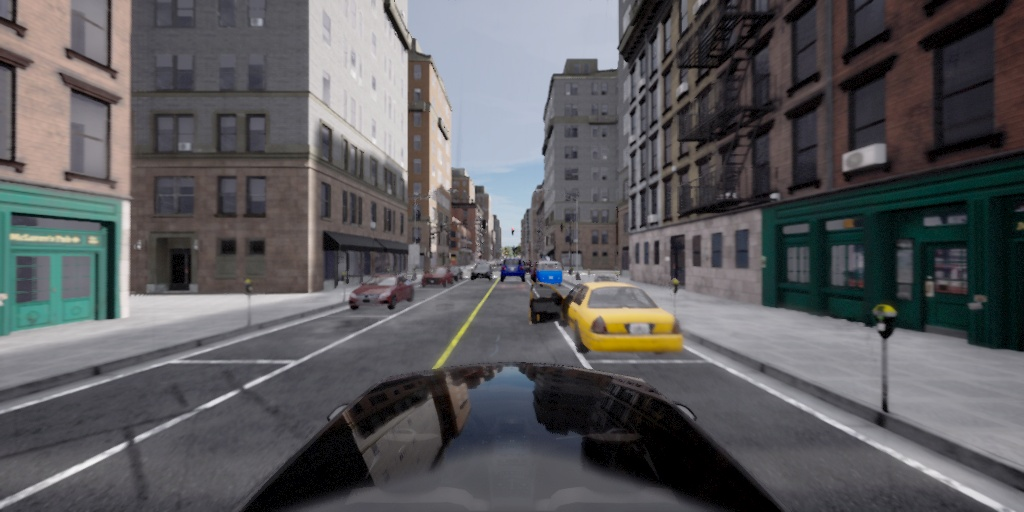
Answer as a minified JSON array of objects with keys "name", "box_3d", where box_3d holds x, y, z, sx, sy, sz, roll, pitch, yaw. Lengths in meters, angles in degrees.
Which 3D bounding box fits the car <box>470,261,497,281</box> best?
[{"name":"car","box_3d":[-2.734,1.497,33.264,1.837,1.490,4.892,0,-1,1]}]

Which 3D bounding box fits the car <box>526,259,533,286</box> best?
[{"name":"car","box_3d":[2.678,1.290,31.831,2.192,1.841,5.009,0,0,0]}]

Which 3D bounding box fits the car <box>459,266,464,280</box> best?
[{"name":"car","box_3d":[-5.347,1.548,31.840,1.948,1.339,4.313,0,0,0]}]

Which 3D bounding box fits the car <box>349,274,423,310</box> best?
[{"name":"car","box_3d":[-5.368,1.440,15.308,1.802,1.307,4.207,0,0,0]}]

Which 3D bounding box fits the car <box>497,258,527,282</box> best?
[{"name":"car","box_3d":[0.100,1.203,32.352,2.150,2.045,5.566,0,0,2]}]

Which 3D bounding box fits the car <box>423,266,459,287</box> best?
[{"name":"car","box_3d":[-5.354,1.486,26.330,1.888,1.381,4.507,0,0,0]}]

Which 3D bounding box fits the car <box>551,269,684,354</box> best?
[{"name":"car","box_3d":[2.236,1.259,8.843,1.801,1.575,5.366,0,0,0]}]

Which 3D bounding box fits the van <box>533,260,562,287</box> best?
[{"name":"van","box_3d":[2.671,1.275,26.319,1.690,1.789,3.998,0,0,0]}]

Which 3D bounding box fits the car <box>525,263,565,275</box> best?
[{"name":"car","box_3d":[4.086,1.570,44.455,4.674,1.442,1.812,-1,0,15]}]
